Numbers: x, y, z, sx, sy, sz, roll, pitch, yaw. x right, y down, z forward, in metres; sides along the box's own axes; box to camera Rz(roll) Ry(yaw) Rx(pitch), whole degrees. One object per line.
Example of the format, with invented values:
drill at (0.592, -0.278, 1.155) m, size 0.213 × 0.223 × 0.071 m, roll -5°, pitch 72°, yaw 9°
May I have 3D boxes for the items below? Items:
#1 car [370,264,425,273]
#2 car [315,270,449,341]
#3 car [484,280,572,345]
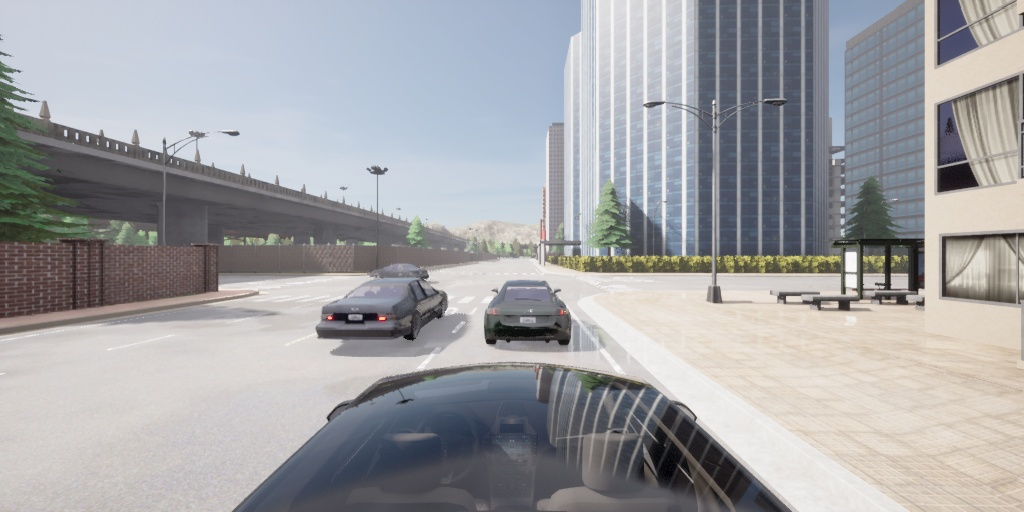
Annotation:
car at (-8.849, 1.310, 27.970) m, size 5.357 × 1.411 × 2.033 m, roll 0°, pitch 0°, yaw 35°
car at (-3.125, 1.297, 9.831) m, size 2.033 × 1.411 × 5.357 m, roll 0°, pitch 0°, yaw 2°
car at (0.382, 1.314, 9.531) m, size 1.994 × 1.385 × 4.181 m, roll 0°, pitch 0°, yaw 1°
